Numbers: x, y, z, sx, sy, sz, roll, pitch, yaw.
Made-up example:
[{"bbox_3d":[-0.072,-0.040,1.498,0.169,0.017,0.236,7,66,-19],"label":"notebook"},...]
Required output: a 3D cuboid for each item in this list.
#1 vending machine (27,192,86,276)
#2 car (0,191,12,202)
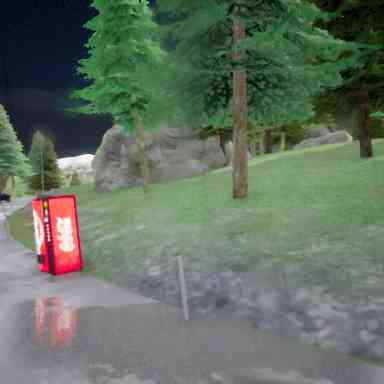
[{"bbox_3d":[-3.778,1.125,9.296,1.100,2.100,0.880,-6,0,-44],"label":"vending machine"},{"bbox_3d":[-22.075,0.548,37.293,1.812,1.442,4.674,-3,3,-5],"label":"car"}]
